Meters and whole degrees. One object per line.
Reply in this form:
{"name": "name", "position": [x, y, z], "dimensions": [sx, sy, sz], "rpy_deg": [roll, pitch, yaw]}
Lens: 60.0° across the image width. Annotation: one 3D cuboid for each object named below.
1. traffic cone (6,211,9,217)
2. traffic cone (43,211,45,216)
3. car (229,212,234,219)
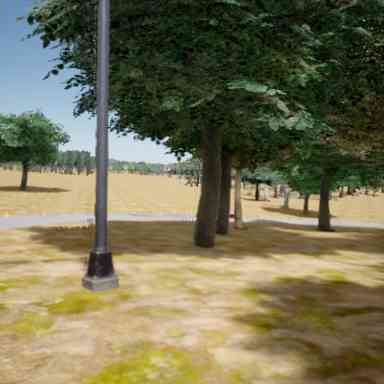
{"name": "traffic cone", "position": [-18.825, 2.268, 34.022], "dimensions": [0.340, 0.580, 0.340], "rpy_deg": [4, -1, 10]}
{"name": "traffic cone", "position": [-17.494, 2.471, 39.248], "dimensions": [0.340, 0.580, 0.340], "rpy_deg": [5, -1, 19]}
{"name": "car", "position": [5.671, 4.073, 60.076], "dimensions": [4.718, 1.301, 1.895], "rpy_deg": [4, 2, -21]}
